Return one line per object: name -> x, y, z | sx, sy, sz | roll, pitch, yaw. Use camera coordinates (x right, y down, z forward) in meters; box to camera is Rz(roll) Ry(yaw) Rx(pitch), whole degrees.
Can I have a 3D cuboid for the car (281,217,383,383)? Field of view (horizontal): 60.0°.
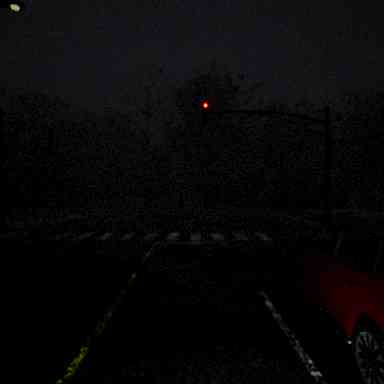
car -> 2.841, 1.266, 4.897 | 2.192, 1.841, 5.009 | 1, 1, 0
